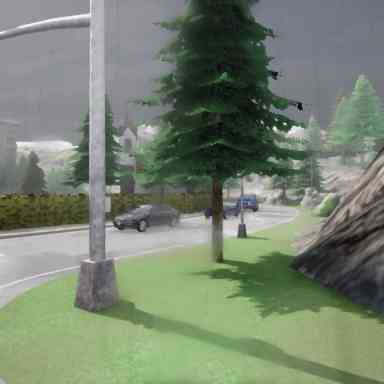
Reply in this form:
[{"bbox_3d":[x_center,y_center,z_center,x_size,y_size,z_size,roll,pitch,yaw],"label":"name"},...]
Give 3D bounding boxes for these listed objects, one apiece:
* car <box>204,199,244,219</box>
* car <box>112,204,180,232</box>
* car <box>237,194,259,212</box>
[{"bbox_3d":[2.723,1.601,29.124,1.895,1.301,4.718,0,0,26],"label":"car"},{"bbox_3d":[-2.655,1.505,20.337,1.837,1.490,4.892,0,0,35],"label":"car"},{"bbox_3d":[6.522,1.221,38.802,2.150,2.045,5.566,0,0,16],"label":"car"}]
